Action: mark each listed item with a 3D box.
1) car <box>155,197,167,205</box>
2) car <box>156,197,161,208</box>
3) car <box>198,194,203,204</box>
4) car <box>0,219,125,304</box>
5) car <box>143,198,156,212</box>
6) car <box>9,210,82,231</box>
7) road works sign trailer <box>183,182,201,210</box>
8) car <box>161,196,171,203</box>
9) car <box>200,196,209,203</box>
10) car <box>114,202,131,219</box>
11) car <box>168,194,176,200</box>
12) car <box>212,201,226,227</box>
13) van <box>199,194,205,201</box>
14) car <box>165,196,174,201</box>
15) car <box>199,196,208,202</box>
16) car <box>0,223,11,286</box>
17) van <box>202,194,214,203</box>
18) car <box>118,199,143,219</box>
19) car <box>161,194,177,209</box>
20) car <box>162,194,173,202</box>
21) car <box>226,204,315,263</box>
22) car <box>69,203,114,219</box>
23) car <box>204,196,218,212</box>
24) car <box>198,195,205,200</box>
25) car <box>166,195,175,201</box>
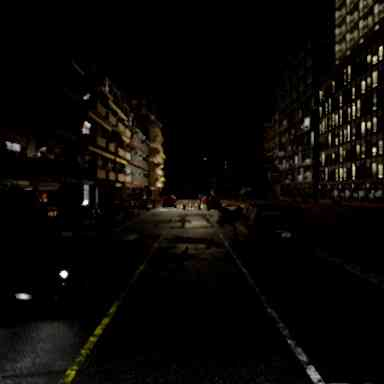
[{"bbox_3d":[-5.709,1.576,61.583,1.887,1.381,4.507,0,0,0],"label":"car"},{"bbox_3d":[-5.705,1.558,45.003,1.887,1.381,4.507,0,0,0],"label":"car"},{"bbox_3d":[2.670,1.471,61.584,1.967,1.590,4.097,0,0,0],"label":"car"},{"bbox_3d":[-3.077,1.601,8.283,1.895,1.301,4.718,0,0,0],"label":"car"},{"bbox_3d":[-5.704,1.534,39.307,1.752,1.417,4.829,0,0,0],"label":"car"},{"bbox_3d":[-5.698,1.545,11.842,1.887,1.381,4.507,0,0,0],"label":"car"},{"bbox_3d":[-0.011,0.475,43.002,2.380,3.560,2.880,0,0,0],"label":"road works sign trailer"},{"bbox_3d":[-5.712,1.571,72.467,1.752,1.417,4.829,0,0,0],"label":"car"},{"bbox_3d":[2.668,1.628,72.639,1.802,1.307,4.206,0,0,0],"label":"car"},{"bbox_3d":[-5.700,1.584,22.897,1.802,1.307,4.206,0,0,0],"label":"car"},{"bbox_3d":[-5.717,1.523,94.742,1.967,1.590,4.097,0,0,0],"label":"car"},{"bbox_3d":[2.680,1.547,22.899,1.887,1.381,4.507,0,0,0],"label":"car"},{"bbox_3d":[2.663,1.414,89.218,1.690,1.788,3.998,0,0,0],"label":"van"},{"bbox_3d":[-5.714,1.614,83.690,2.008,1.369,4.403,0,0,0],"label":"car"},{"bbox_3d":[2.667,1.636,78.164,1.802,1.307,4.206,0,0,0],"label":"car"},{"bbox_3d":[-5.696,1.550,6.317,2.008,1.369,4.403,0,0,0],"label":"car"},{"bbox_3d":[2.674,1.354,45.004,1.690,1.788,3.998,0,0,0],"label":"van"},{"bbox_3d":[-5.702,1.444,28.423,1.967,1.590,4.097,0,0,0],"label":"car"},{"bbox_3d":[-3.097,1.491,46.027,1.882,1.535,5.008,0,0,0],"label":"car"},{"bbox_3d":[-5.715,1.369,78.163,2.192,1.841,5.009,0,0,0],"label":"car"},{"bbox_3d":[2.681,1.315,11.845,2.192,1.841,5.009,0,0,0],"label":"car"},{"bbox_3d":[-5.700,1.441,17.370,1.967,1.590,4.097,0,0,0],"label":"car"},{"bbox_3d":[2.676,1.534,39.649,1.752,1.417,4.829,0,0,0],"label":"car"},{"bbox_3d":[2.663,1.609,94.914,1.752,1.417,4.829,0,0,0],"label":"car"},{"bbox_3d":[-5.715,1.624,89.217,2.008,1.369,4.403,0,0,0],"label":"car"}]
